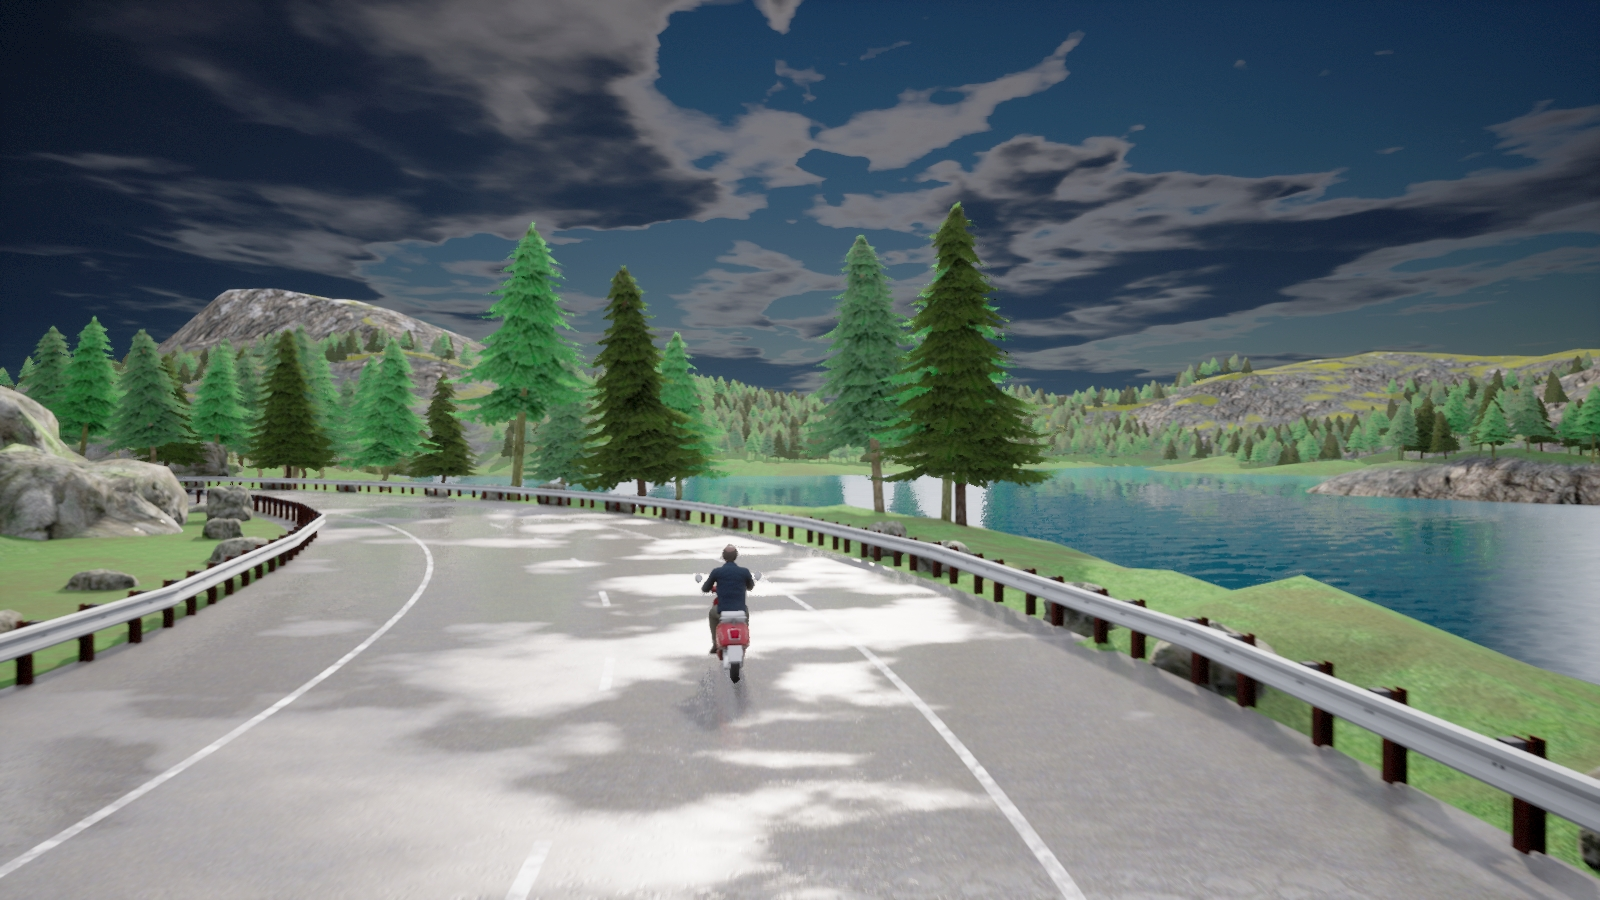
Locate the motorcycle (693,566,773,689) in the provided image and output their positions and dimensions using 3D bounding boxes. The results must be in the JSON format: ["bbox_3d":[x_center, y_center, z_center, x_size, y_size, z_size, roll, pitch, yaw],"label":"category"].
[{"bbox_3d":[-0.872,2.182,14.364,0.856,1.236,1.805,-1,0,-8],"label":"motorcycle"}]
